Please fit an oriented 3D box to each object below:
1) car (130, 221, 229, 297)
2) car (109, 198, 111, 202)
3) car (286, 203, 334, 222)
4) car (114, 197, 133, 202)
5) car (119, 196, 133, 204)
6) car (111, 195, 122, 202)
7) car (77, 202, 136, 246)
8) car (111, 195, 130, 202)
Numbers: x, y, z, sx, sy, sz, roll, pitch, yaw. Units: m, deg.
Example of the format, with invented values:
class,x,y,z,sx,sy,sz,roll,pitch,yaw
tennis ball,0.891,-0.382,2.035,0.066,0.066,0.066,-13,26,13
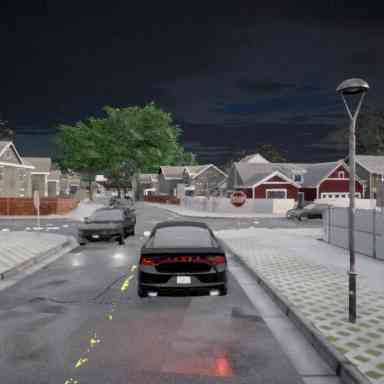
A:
class,x,y,z,sx,sy,sz,roll,pitch,yaw
car,-0.271,1.476,8.633,1.882,1.535,5.008,0,0,-3
car,-12.761,1.573,55.296,2.033,1.411,5.357,0,0,-19
car,9.945,1.633,26.981,4.674,1.442,1.812,0,1,-15
car,-7.138,1.579,36.023,1.994,1.385,4.181,0,0,-13
car,-12.463,1.511,62.765,1.837,1.490,4.892,0,0,-20
car,-16.874,1.495,74.471,1.882,1.535,5.008,0,0,-19
car,-3.824,1.482,15.541,1.882,1.535,5.008,-1,0,-1
car,-9.461,1.568,45.045,2.033,1.411,5.357,0,0,-16
